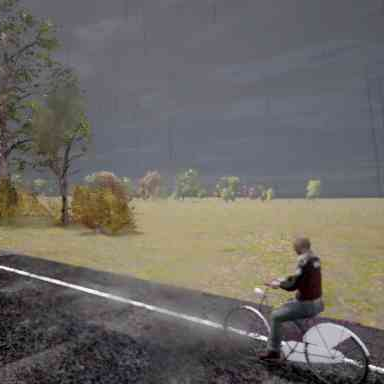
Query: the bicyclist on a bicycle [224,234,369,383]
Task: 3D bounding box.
[{"bbox_3d":[1.187,1.409,4.203,1.843,1.776,0.659,0,0,36],"label":"bicyclist on a bicycle"}]
